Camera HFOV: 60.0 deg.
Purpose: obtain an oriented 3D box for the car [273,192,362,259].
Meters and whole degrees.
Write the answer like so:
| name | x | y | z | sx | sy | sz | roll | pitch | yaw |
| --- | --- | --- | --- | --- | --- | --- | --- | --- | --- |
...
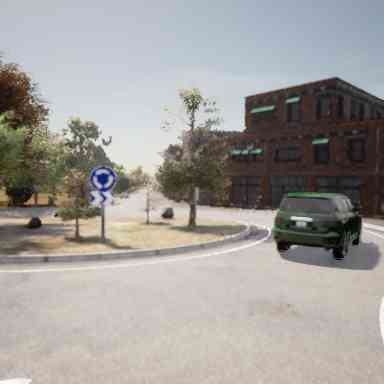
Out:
| name | x | y | z | sx | sy | sz | roll | pitch | yaw |
| --- | --- | --- | --- | --- | --- | --- | --- | --- | --- |
| car | 4.830 | 1.048 | 12.373 | 2.150 | 2.045 | 5.566 | 2 | 2 | 34 |

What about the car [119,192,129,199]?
| name | x | y | z | sx | sy | sz | roll | pitch | yaw |
| --- | --- | --- | --- | --- | --- | --- | --- | --- | --- |
| car | -15.371 | 0.805 | 76.162 | 1.812 | 1.442 | 4.674 | 0 | 1 | -7 |
